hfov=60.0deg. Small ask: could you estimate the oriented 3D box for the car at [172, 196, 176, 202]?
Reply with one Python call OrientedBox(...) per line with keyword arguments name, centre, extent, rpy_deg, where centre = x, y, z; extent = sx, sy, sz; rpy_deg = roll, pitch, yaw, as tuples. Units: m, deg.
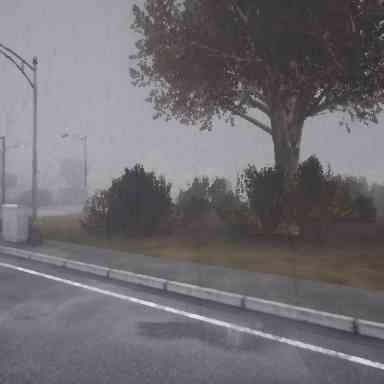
OrientedBox(name="car", centre=(-4.670, 1.485, 66.501), extent=(1.994, 1.385, 4.181), rpy_deg=(0, 0, 33))
